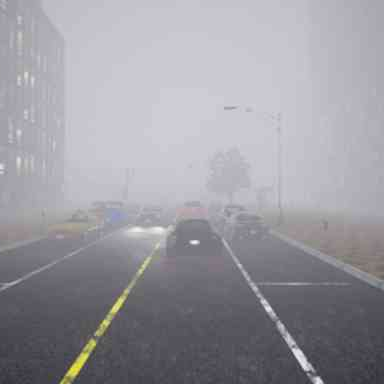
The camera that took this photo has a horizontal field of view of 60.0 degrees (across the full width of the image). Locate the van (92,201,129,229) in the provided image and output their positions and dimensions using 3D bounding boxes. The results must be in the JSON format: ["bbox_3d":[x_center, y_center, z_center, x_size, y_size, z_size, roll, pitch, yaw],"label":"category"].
[{"bbox_3d":[-5.686,1.487,22.434,1.690,1.788,3.998,0,0,0],"label":"van"}]

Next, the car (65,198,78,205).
[{"bbox_3d":[-22.815,1.730,60.451,4.206,1.307,1.802,1,-1,-1],"label":"car"}]

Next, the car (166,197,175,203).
[{"bbox_3d":[-5.689,2.123,88.179,2.008,1.369,4.403,0,0,0],"label":"car"}]

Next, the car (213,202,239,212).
[{"bbox_3d":[2.694,1.586,22.434,1.967,1.590,4.097,0,0,0],"label":"car"}]

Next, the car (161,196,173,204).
[{"bbox_3d":[-5.689,2.046,71.526,1.802,1.307,4.206,0,0,0],"label":"car"}]

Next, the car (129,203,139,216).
[{"bbox_3d":[-5.687,1.783,33.511,1.947,1.339,4.313,0,0,0],"label":"car"}]

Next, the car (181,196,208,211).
[{"bbox_3d":[0.094,1.552,30.776,2.097,1.767,4.553,0,0,0],"label":"car"}]

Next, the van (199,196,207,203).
[{"bbox_3d":[2.692,1.877,82.632,1.690,1.788,3.998,0,0,0],"label":"van"}]

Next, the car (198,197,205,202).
[{"bbox_3d":[2.691,2.159,93.732,2.008,1.369,4.403,0,0,0],"label":"car"}]

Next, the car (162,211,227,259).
[{"bbox_3d":[0.090,1.650,13.039,1.994,1.385,4.181,0,0,0],"label":"car"}]

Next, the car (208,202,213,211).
[{"bbox_3d":[2.693,1.819,39.051,1.947,1.339,4.313,0,0,0],"label":"car"}]

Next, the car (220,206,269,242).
[{"bbox_3d":[2.693,1.655,16.894,1.887,1.381,4.507,0,0,0],"label":"car"}]

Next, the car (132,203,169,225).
[{"bbox_3d":[-3.099,1.769,25.929,1.895,1.301,4.718,0,0,0],"label":"car"}]

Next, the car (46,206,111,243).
[{"bbox_3d":[-5.687,1.634,16.724,1.752,1.417,4.829,0,0,0],"label":"car"}]
